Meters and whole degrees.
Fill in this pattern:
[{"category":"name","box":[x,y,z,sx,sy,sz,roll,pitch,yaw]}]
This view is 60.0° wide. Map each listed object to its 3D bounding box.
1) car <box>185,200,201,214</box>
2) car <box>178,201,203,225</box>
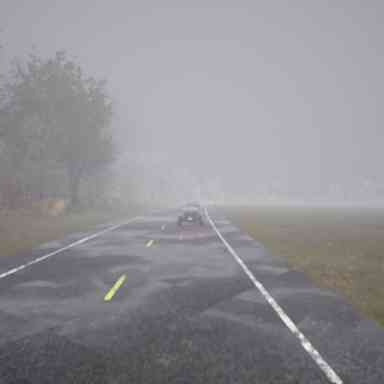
[{"category":"car","box":[0.133,1.816,41.955,1.882,1.535,5.008,-1,0,1]},{"category":"car","box":[-0.111,1.720,25.718,1.812,1.442,4.674,-1,0,0]}]
